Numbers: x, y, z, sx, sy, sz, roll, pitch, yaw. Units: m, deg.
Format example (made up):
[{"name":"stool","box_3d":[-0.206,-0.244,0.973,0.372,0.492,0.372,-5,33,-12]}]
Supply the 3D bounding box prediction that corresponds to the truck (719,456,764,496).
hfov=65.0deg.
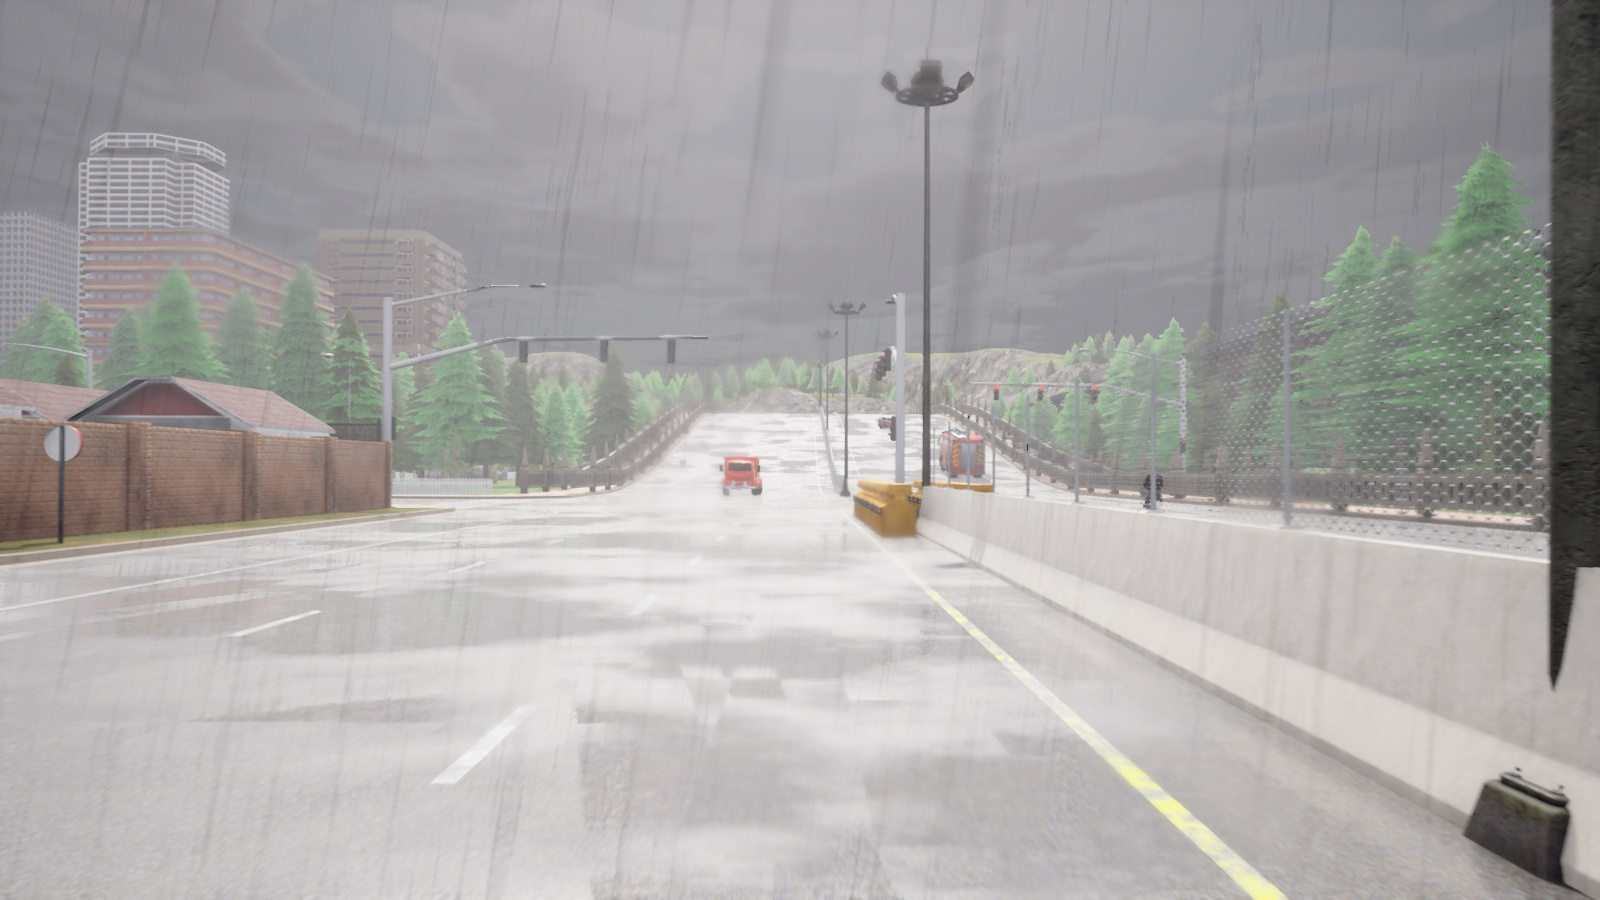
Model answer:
[{"name":"truck","box_3d":[-3.709,1.691,80.303,2.627,2.467,5.204,0,-2,0]}]
